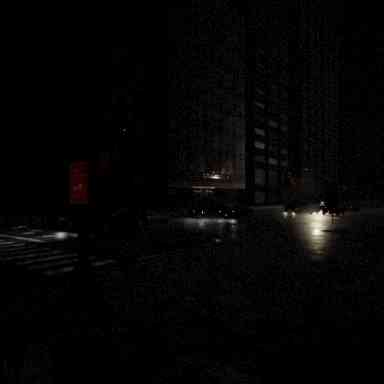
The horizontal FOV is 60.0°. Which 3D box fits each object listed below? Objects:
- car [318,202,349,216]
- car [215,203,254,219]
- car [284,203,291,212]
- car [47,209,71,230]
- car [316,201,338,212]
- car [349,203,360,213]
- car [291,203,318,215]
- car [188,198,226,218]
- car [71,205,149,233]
[{"bbox_3d":[17.481,2.093,41.028,1.837,1.490,4.892,0,-1,36],"label":"car"},{"bbox_3d":[4.672,2.043,34.678,1.895,1.301,4.718,0,-1,36],"label":"car"},{"bbox_3d":[15.328,2.300,49.208,2.033,1.411,5.357,0,-1,36],"label":"car"},{"bbox_3d":[-7.614,1.711,23.298,1.882,1.535,5.008,0,-1,36],"label":"car"},{"bbox_3d":[20.895,2.232,51.348,2.128,1.511,4.902,0,-1,36],"label":"car"},{"bbox_3d":[23.526,2.275,49.439,2.033,1.411,5.357,0,-1,36],"label":"car"},{"bbox_3d":[15.075,2.153,43.246,2.033,1.411,5.357,0,-1,36],"label":"car"},{"bbox_3d":[1.829,1.671,36.305,2.150,2.045,5.566,0,-1,36],"label":"car"},{"bbox_3d":[-4.874,1.715,21.544,2.128,1.511,4.902,0,-1,36],"label":"car"}]
